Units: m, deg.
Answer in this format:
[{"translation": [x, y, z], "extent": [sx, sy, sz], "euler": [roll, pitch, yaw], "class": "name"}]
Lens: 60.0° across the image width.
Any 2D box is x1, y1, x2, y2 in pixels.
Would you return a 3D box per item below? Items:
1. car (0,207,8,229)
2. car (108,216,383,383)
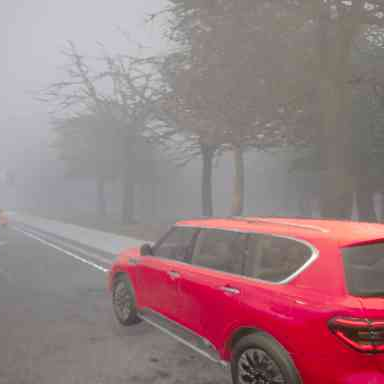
[{"translation": [-15.469, 1.808, 25.355], "extent": [2.097, 1.767, 4.553], "euler": [2, -2, -36], "class": "car"}, {"translation": [0.628, 1.386, 5.197], "extent": [2.150, 2.045, 5.566], "euler": [2, -2, -36], "class": "car"}]
